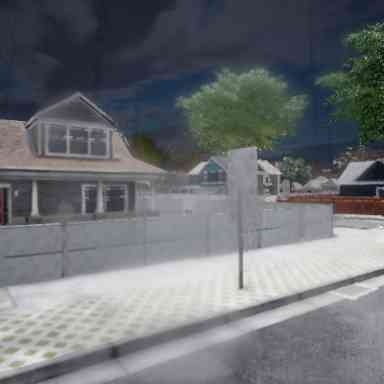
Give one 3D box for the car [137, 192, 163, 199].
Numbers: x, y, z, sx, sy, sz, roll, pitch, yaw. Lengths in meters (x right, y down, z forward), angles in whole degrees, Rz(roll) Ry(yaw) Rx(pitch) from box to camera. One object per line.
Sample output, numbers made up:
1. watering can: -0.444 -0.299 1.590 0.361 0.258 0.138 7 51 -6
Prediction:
1. car: -5.663 0.975 42.796 2.150 2.045 5.566 0 0 -35
